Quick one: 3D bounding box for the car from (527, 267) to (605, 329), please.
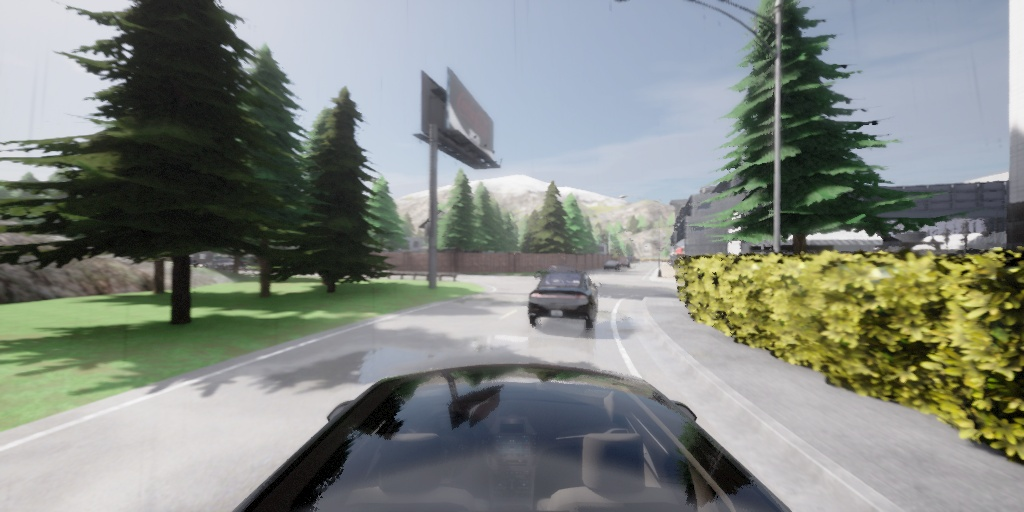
[{"bbox_3d":[1.778,1.272,11.568,2.128,1.511,4.902,0,0,15],"label":"car"}]

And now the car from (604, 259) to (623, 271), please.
[{"bbox_3d":[14.903,1.424,53.484,1.882,1.535,5.008,0,0,23],"label":"car"}]

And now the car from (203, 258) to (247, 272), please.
[{"bbox_3d":[-31.228,1.035,39.065,4.718,1.301,1.895,0,0,22],"label":"car"}]
